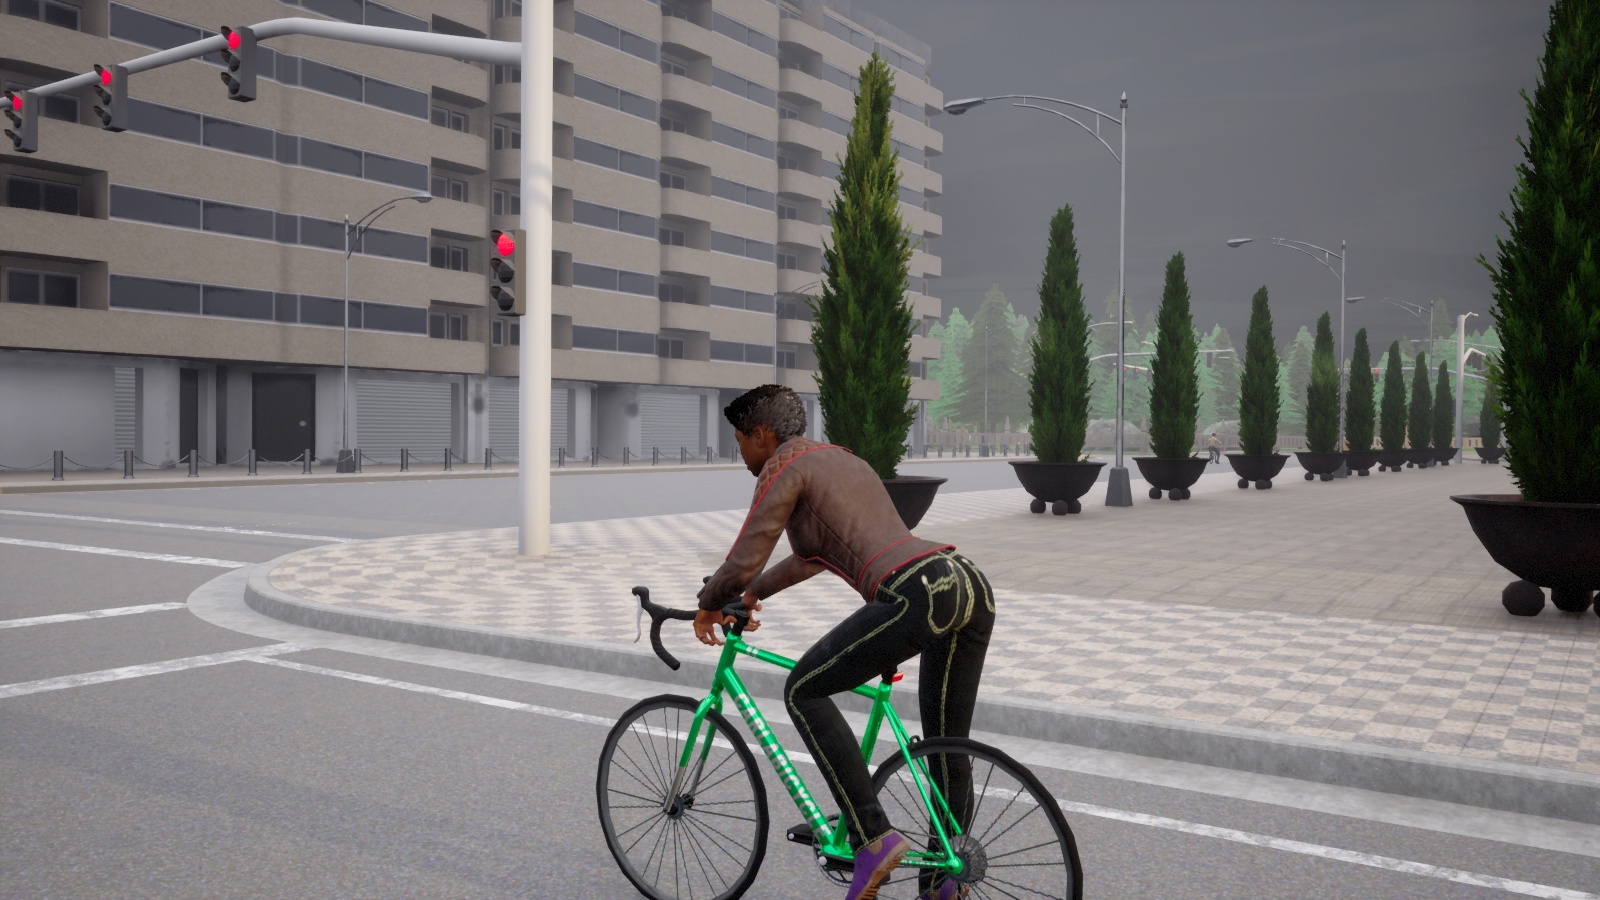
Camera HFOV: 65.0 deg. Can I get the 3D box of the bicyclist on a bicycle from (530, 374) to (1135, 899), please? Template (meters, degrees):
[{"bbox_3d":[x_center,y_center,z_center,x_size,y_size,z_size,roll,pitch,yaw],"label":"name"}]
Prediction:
[{"bbox_3d":[0.045,0.635,3.593,1.656,1.620,0.582,0,1,34],"label":"bicyclist on a bicycle"}]
